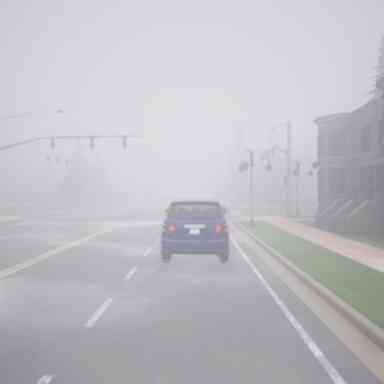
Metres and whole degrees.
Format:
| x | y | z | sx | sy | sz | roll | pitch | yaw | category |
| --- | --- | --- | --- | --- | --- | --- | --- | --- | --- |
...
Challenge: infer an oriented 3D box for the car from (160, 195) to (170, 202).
| x | y | z | sx | sy | sz | roll | pitch | yaw | category |
| --- | --- | --- | --- | --- | --- | --- | --- | --- | --- |
| -6.113 | 1.466 | 76.087 | 1.882 | 1.535 | 5.008 | 0 | 0 | 1 | car |

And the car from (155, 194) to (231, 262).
| x | y | z | sx | sy | sz | roll | pitch | yaw | category |
| --- | --- | --- | --- | --- | --- | --- | --- | --- | --- |
| 0.136 | 1.221 | 12.276 | 2.150 | 2.045 | 5.566 | 0 | 0 | 1 | car |

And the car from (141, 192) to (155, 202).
| x | y | z | sx | sy | sz | roll | pitch | yaw | category |
| --- | --- | --- | --- | --- | --- | --- | --- | --- | --- |
| -9.612 | 1.344 | 76.165 | 2.097 | 1.767 | 4.553 | 0 | 0 | 1 | car |

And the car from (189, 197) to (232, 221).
| x | y | z | sx | sy | sz | roll | pitch | yaw | category |
| --- | --- | --- | --- | --- | --- | --- | --- | --- | --- |
| 1.680 | 1.347 | 27.974 | 2.097 | 1.767 | 4.553 | 0 | 0 | 24 | car |
